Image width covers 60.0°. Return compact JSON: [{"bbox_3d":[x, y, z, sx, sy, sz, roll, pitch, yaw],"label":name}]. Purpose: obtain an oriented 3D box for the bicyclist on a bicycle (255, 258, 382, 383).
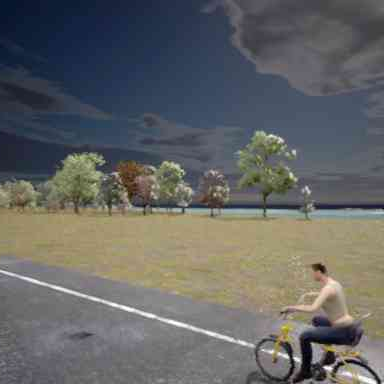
[{"bbox_3d":[1.426,1.587,3.952,1.509,1.612,0.866,-1,-2,37],"label":"bicyclist on a bicycle"}]
